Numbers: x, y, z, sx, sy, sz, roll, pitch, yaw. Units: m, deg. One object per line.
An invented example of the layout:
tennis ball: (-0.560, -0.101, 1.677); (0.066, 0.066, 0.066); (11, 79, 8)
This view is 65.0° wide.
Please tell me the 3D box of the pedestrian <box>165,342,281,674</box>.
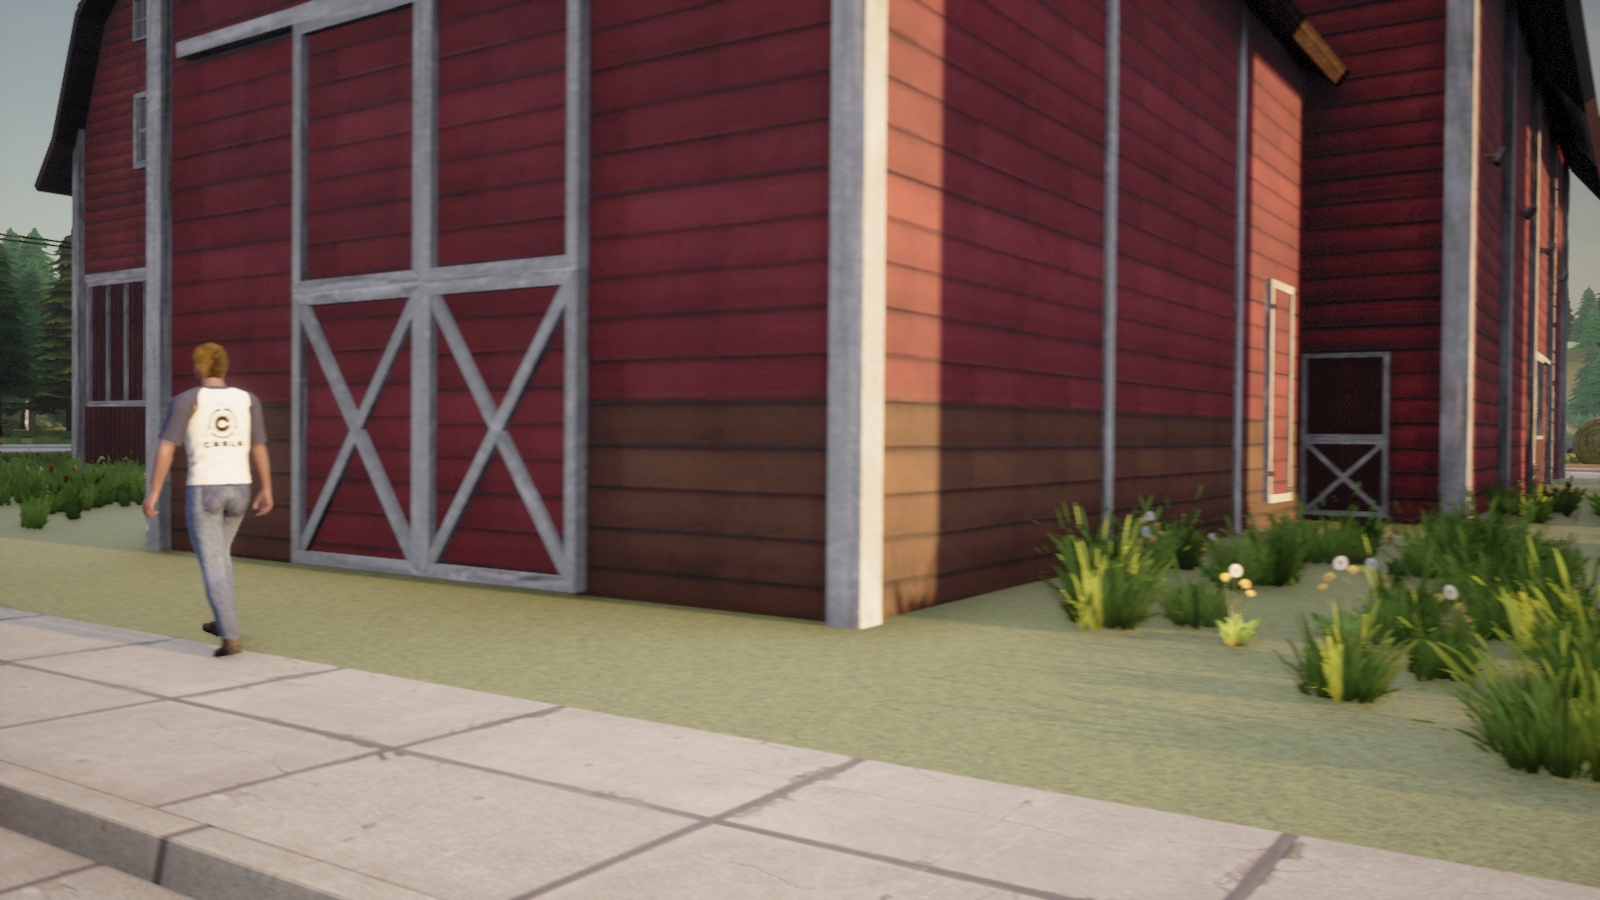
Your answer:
pedestrian: (-3.368, 0.317, 7.316); (0.706, 1.836, 0.354); (0, 1, 44)
